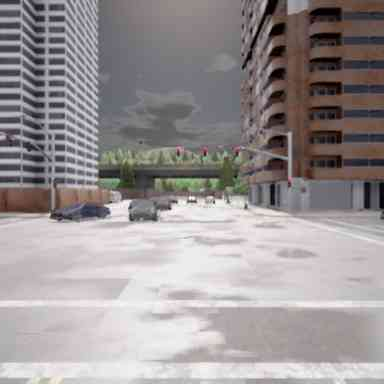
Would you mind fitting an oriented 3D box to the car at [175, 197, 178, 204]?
[{"bbox_3d":[-3.536,1.565,62.933,2.033,1.411,5.357,0,0,0],"label":"car"}]

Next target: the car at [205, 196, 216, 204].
[{"bbox_3d":[3.471,1.543,63.589,1.812,1.442,4.674,0,0,0],"label":"car"}]

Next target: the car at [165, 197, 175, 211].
[{"bbox_3d":[-3.610,1.363,41.397,2.097,1.767,4.553,0,0,0],"label":"car"}]

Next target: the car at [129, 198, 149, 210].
[{"bbox_3d":[-7.105,1.576,44.609,1.994,1.385,4.181,0,0,0],"label":"car"}]

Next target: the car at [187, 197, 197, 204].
[{"bbox_3d":[-0.029,1.581,63.585,1.994,1.385,4.181,0,0,0],"label":"car"}]

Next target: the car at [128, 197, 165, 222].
[{"bbox_3d":[-3.609,1.358,26.159,2.097,1.767,4.553,0,0,0],"label":"car"}]

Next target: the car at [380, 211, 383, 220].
[{"bbox_3d":[16.004,1.511,23.557,4.892,1.490,1.837,0,0,0],"label":"car"}]

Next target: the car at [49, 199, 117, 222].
[{"bbox_3d":[-8.794,1.555,26.882,2.033,1.411,5.357,0,0,26],"label":"car"}]

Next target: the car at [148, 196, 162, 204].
[{"bbox_3d":[-7.029,1.585,63.702,2.033,1.411,5.357,0,0,0],"label":"car"}]
